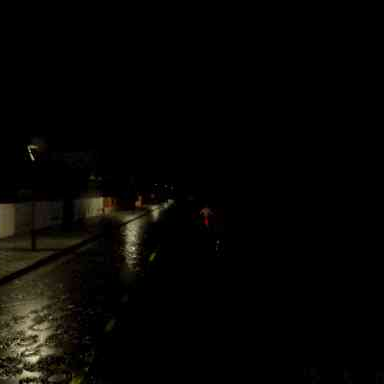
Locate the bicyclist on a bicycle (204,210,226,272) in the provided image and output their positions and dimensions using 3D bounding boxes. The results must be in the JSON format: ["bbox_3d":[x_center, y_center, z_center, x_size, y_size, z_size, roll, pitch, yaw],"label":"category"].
[{"bbox_3d":[0.752,1.461,9.862,0.582,1.620,1.656,0,0,0],"label":"bicyclist on a bicycle"}]

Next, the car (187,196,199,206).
[{"bbox_3d":[0.074,1.595,57.331,1.812,1.442,4.674,0,0,0],"label":"car"}]

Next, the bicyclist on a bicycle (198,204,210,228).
[{"bbox_3d":[0.770,1.452,18.311,0.866,1.612,1.509,0,0,0],"label":"bicyclist on a bicycle"}]

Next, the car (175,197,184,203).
[{"bbox_3d":[-2.776,1.691,71.946,1.895,1.301,4.718,0,0,0],"label":"car"}]

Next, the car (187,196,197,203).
[{"bbox_3d":[-0.026,1.624,73.557,2.128,1.511,4.902,0,0,0],"label":"car"}]
